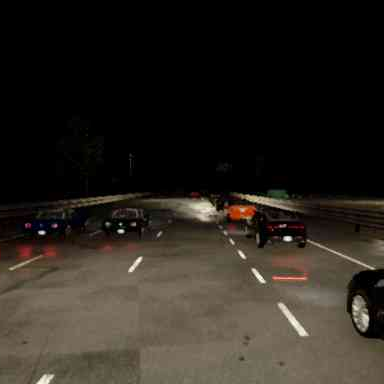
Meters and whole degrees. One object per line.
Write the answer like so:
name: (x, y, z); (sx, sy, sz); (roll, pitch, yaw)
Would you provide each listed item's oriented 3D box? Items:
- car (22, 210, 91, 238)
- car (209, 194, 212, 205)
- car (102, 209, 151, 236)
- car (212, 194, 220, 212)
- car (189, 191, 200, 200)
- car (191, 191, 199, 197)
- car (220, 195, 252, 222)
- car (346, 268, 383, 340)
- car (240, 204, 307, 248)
car: (-6.859, 1.566, 17.447); (1.895, 1.301, 4.718); (0, 0, 0)
car: (3.759, 1.151, 47.758); (1.801, 1.575, 5.366); (0, 1, 1)
car: (-3.357, 1.566, 18.011); (1.895, 1.301, 4.718); (0, 0, 0)
car: (3.655, 1.206, 36.567); (2.097, 1.767, 4.553); (0, 1, 0)
car: (0.512, 0.798, 68.647); (1.812, 1.442, 4.674); (0, 1, 1)
car: (0.744, 0.523, 84.086); (1.812, 1.442, 4.674); (0, 1, 1)
car: (3.579, 1.300, 25.605); (2.097, 1.767, 4.553); (0, 0, 0)
car: (3.503, 1.497, 3.694); (1.837, 1.490, 4.892); (0, 0, 0)
car: (3.528, 1.476, 14.665); (1.837, 1.490, 4.892); (0, 0, 0)
